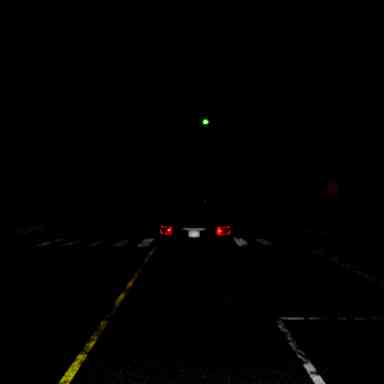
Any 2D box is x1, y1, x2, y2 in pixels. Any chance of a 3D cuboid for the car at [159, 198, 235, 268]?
[{"bbox_3d":[0.293,1.208,11.468,2.150,2.045,5.566,0,0,5],"label":"car"}]
